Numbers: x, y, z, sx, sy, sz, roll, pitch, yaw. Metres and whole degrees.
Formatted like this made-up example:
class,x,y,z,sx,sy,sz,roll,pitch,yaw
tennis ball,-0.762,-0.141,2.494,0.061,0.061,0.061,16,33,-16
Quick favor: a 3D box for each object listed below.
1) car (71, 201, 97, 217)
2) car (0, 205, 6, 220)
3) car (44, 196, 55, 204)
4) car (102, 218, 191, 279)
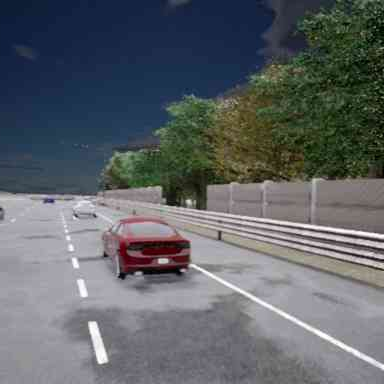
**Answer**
class,x,y,z,sx,sy,sz,roll,pitch,yaw
car,-10.014,1.530,30.871,1.812,1.442,4.674,2,0,-22
car,-14.617,1.389,23.686,1.994,1.385,4.181,2,0,-22
car,-27.913,1.523,65.057,1.882,1.535,5.008,2,-1,-22
car,-1.644,1.545,10.495,1.882,1.535,5.008,2,-1,-22
